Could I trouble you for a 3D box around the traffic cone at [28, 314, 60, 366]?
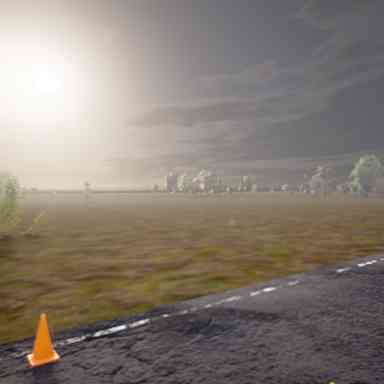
[{"bbox_3d":[-2.015,1.958,4.515,0.340,0.580,0.340,0,0,-36],"label":"traffic cone"}]
